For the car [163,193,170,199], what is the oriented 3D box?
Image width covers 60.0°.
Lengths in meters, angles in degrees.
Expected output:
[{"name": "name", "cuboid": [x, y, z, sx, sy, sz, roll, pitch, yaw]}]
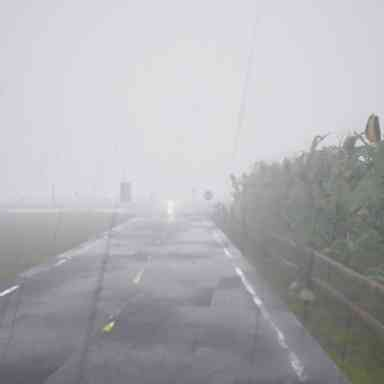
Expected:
[{"name": "car", "cuboid": [-7.136, 1.096, 92.773, 1.812, 1.442, 4.674, 0, 0, -5]}]
